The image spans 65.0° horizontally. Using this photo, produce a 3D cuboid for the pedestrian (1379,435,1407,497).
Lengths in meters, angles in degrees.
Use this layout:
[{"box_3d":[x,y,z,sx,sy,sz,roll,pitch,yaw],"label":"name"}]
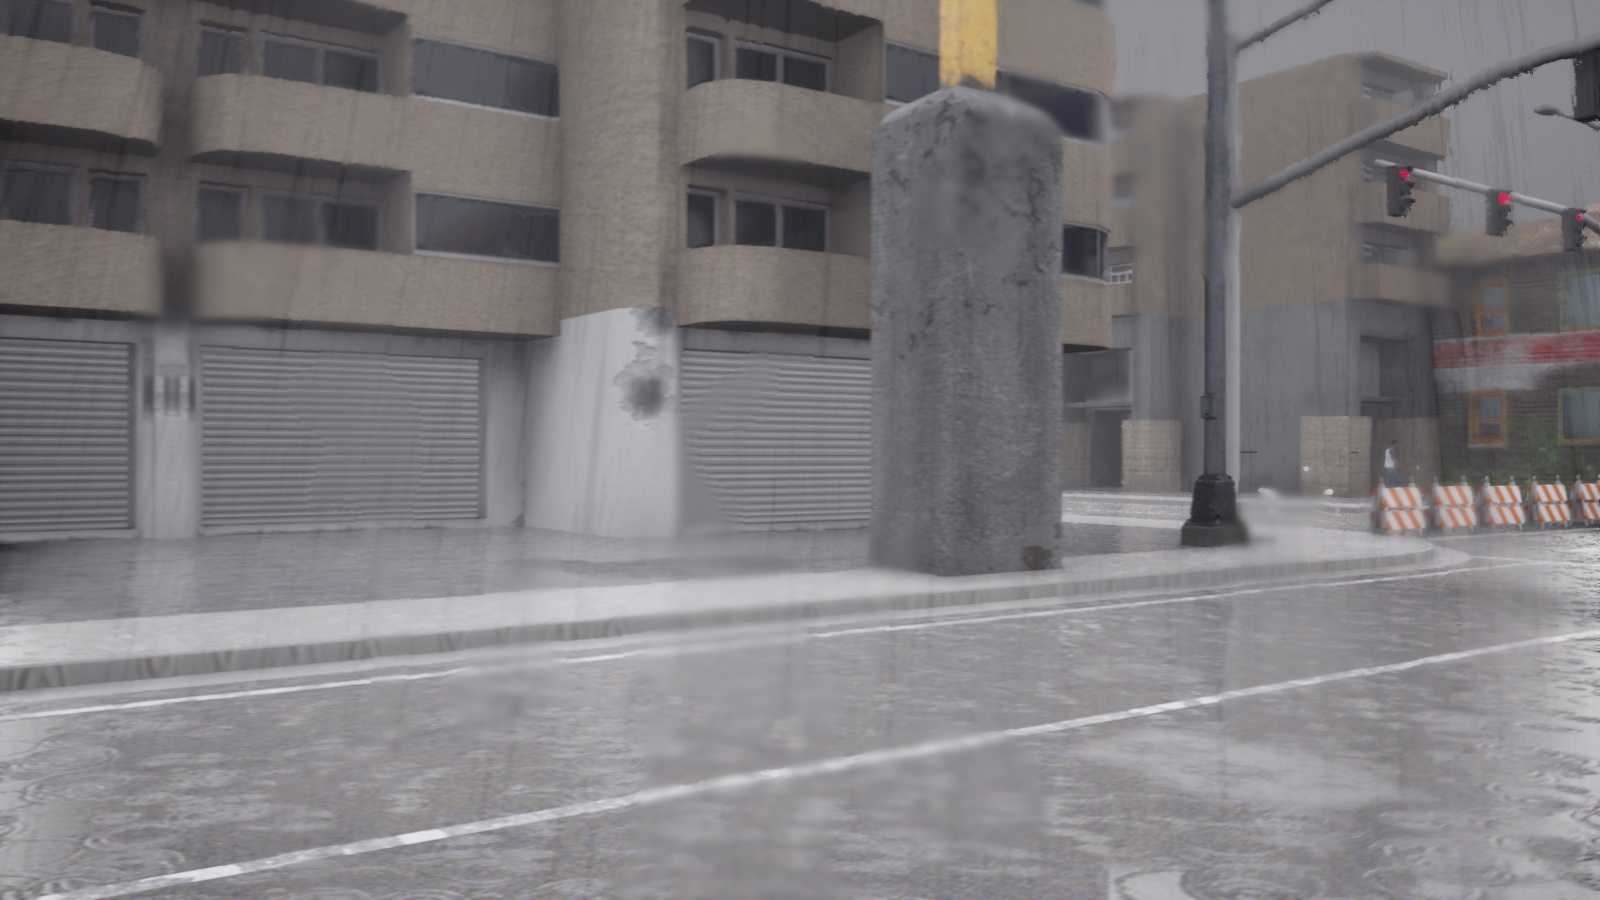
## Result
[{"box_3d":[17.777,0.467,37.635,0.706,1.836,0.354,0,0,16],"label":"pedestrian"}]
